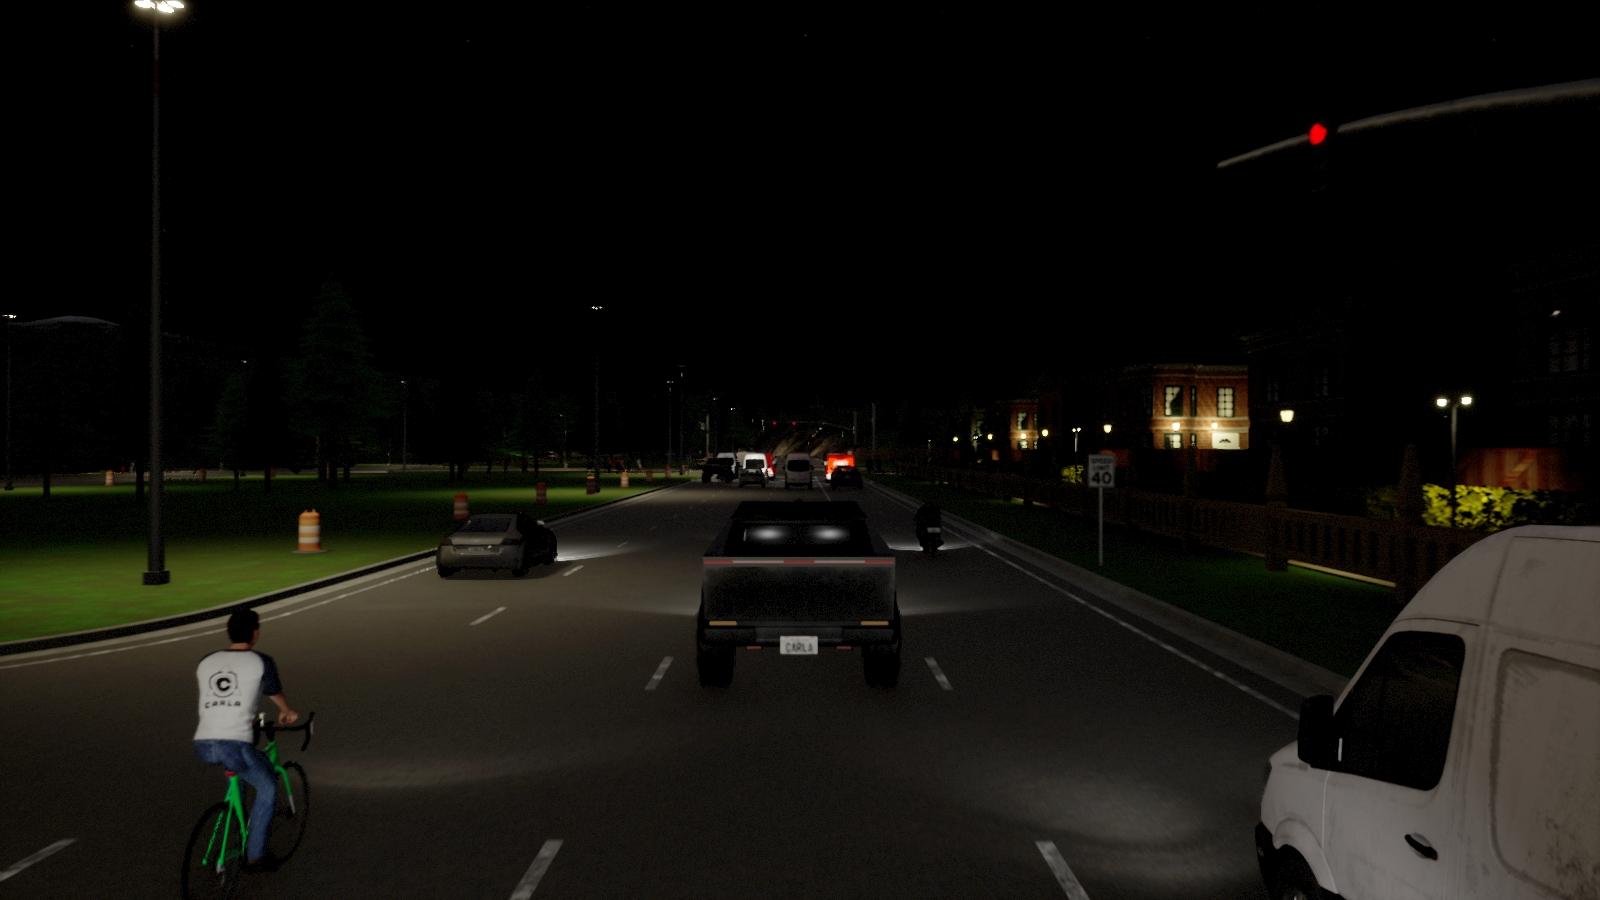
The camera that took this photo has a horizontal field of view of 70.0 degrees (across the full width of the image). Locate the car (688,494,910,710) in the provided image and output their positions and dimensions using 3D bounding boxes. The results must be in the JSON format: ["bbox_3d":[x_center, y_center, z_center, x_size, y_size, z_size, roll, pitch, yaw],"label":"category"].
[{"bbox_3d":[-0.015,1.758,15.453,2.390,2.098,6.274,0,0,0],"label":"car"}]

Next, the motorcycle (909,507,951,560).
[{"bbox_3d":[3.467,2.214,30.674,0.867,1.251,2.209,0,0,0],"label":"motorcycle"}]

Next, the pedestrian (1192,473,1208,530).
[{"bbox_3d":[13.307,1.712,38.018,0.375,1.860,0.375,0,0,-2],"label":"pedestrian"}]

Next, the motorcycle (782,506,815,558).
[{"bbox_3d":[-0.034,2.214,31.125,0.867,1.251,2.209,0,0,0],"label":"motorcycle"}]

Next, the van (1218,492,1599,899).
[{"bbox_3d":[3.494,1.536,3.868,1.988,2.561,5.915,0,0,0],"label":"van"}]

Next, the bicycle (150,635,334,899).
[{"bbox_3d":[-3.504,2.059,7.307,0.373,1.496,1.643,0,0,0],"label":"bicycle"}]

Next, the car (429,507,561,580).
[{"bbox_3d":[-7.028,2.127,26.801,1.994,1.385,4.181,0,0,0],"label":"car"}]
